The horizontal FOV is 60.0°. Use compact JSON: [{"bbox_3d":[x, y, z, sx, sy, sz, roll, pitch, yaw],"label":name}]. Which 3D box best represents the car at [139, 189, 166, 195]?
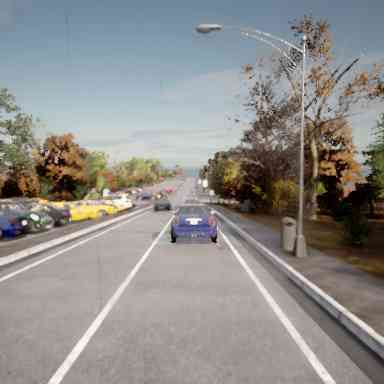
[{"bbox_3d":[-10.409,0.794,87.291,5.566,2.045,2.435,0,0,0],"label":"car"}]

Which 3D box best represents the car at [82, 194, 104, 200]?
[{"bbox_3d":[-23.484,1.111,78.773,4.674,1.452,2.002,0,0,0],"label":"car"}]

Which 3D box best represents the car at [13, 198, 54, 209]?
[{"bbox_3d":[-23.266,1.661,49.005,5.008,1.535,2.097,0,0,0],"label":"car"}]

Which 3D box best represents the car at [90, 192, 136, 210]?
[{"bbox_3d":[-10.233,1.351,40.785,5.566,2.045,2.435,0,0,0],"label":"car"}]

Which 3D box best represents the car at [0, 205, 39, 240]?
[{"bbox_3d":[-10.277,1.510,15.809,4.792,1.488,2.163,0,0,0],"label":"car"}]

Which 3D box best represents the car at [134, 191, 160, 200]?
[{"bbox_3d":[-10.379,1.102,76.150,4.792,1.488,2.163,0,0,0],"label":"car"}]

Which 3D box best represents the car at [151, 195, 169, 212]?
[{"bbox_3d":[-3.447,1.506,39.502,1.882,1.535,5.008,0,0,0],"label":"car"}]

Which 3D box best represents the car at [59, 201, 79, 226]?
[{"bbox_3d":[-10.232,1.482,21.361,4.892,1.521,2.231,0,0,0],"label":"car"}]

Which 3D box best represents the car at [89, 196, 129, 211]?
[{"bbox_3d":[-10.395,1.579,38.007,5.366,1.575,1.946,0,0,0],"label":"car"}]

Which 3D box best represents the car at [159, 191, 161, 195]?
[{"bbox_3d":[-10.431,1.102,78.934,4.792,1.488,2.163,0,0,0],"label":"car"}]

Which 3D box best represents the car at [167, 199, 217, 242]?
[{"bbox_3d":[0.078,1.347,16.563,2.097,1.767,4.553,0,0,0],"label":"car"}]

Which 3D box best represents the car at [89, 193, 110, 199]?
[{"bbox_3d":[-23.496,1.092,84.470,4.792,1.488,2.163,0,0,0],"label":"car"}]

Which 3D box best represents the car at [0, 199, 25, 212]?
[{"bbox_3d":[-23.282,1.642,40.818,4.674,1.452,2.002,0,0,0],"label":"car"}]

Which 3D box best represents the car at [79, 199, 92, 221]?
[{"bbox_3d":[-10.419,1.487,24.129,5.366,1.575,1.946,0,0,0],"label":"car"}]

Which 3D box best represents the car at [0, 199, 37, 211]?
[{"bbox_3d":[-23.250,1.651,43.588,4.792,1.488,2.163,0,0,0],"label":"car"}]

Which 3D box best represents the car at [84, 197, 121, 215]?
[{"bbox_3d":[-10.034,1.539,32.455,5.366,1.575,1.946,0,0,0],"label":"car"}]

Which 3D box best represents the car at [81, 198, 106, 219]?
[{"bbox_3d":[-10.043,1.500,26.781,5.366,1.575,1.946,0,0,0],"label":"car"}]

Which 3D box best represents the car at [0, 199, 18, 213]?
[{"bbox_3d":[-23.104,1.579,38.047,5.366,1.575,1.946,0,0,0],"label":"car"}]

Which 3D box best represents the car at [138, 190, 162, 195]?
[{"bbox_3d":[-10.426,0.945,81.719,4.553,1.767,2.185,0,0,0],"label":"car"}]

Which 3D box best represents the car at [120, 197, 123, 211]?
[{"bbox_3d":[-10.221,1.563,35.230,4.892,1.521,2.231,0,0,0],"label":"car"}]

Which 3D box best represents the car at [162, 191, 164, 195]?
[{"bbox_3d":[-10.382,1.063,84.499,5.008,1.535,2.097,0,0,0],"label":"car"}]

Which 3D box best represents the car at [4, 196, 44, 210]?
[{"bbox_3d":[-23.307,1.515,46.234,4.553,1.767,2.185,0,0,0],"label":"car"}]

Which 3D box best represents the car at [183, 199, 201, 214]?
[{"bbox_3d":[0.011,1.524,35.895,1.837,1.490,4.892,0,0,0],"label":"car"}]

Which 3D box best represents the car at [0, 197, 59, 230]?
[{"bbox_3d":[-10.274,1.354,18.582,4.553,1.767,2.185,0,0,0],"label":"car"}]

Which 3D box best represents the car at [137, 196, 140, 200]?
[{"bbox_3d":[-10.166,1.672,46.335,4.792,1.488,2.163,0,0,0],"label":"car"}]

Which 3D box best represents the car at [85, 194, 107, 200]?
[{"bbox_3d":[-23.477,1.110,81.558,4.674,1.452,2.002,0,0,0],"label":"car"}]
